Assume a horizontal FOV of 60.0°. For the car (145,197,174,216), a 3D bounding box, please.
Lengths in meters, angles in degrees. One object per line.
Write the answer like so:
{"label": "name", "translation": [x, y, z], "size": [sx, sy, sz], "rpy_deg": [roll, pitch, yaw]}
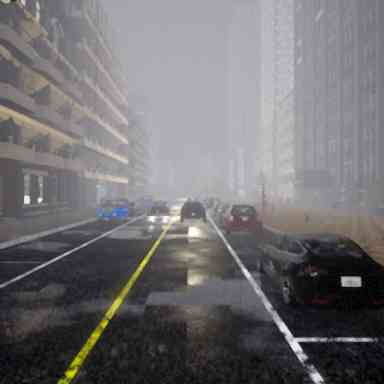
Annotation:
{"label": "car", "translation": [-3.076, 1.503, 31.815], "size": [1.994, 1.385, 4.181], "rpy_deg": [0, 0, 0]}

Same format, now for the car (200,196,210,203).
{"label": "car", "translation": [2.660, 1.443, 68.452], "size": [2.008, 1.369, 4.403], "rpy_deg": [0, 0, 0]}

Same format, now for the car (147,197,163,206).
{"label": "car", "translation": [-5.713, 1.459, 51.879], "size": [2.008, 1.369, 4.403], "rpy_deg": [0, 0, 0]}

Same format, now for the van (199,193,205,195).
{"label": "van", "translation": [2.663, 1.238, 62.929], "size": [1.690, 1.788, 3.998], "rpy_deg": [0, 0, 0]}

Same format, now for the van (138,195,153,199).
{"label": "van", "translation": [-5.707, 1.264, 40.834], "size": [1.690, 1.788, 3.998], "rpy_deg": [0, 0, 0]}

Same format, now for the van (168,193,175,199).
{"label": "van", "translation": [-5.731, 1.219, 90.539], "size": [1.690, 1.788, 3.998], "rpy_deg": [0, 0, 0]}

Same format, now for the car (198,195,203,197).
{"label": "car", "translation": [0.079, 1.464, 44.913], "size": [2.033, 1.411, 5.357], "rpy_deg": [0, 0, 0]}

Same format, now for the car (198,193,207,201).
{"label": "car", "translation": [2.653, 1.195, 85.021], "size": [2.192, 1.841, 5.009], "rpy_deg": [0, 0, 0]}

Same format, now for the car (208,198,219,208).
{"label": "car", "translation": [2.679, 1.492, 29.793], "size": [2.008, 1.369, 4.403], "rpy_deg": [0, 0, 0]}

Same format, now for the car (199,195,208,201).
{"label": "car", "translation": [2.655, 1.435, 79.497], "size": [2.008, 1.369, 4.403], "rpy_deg": [0, 0, 0]}

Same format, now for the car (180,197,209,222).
{"label": "car", "translation": [0.088, 1.426, 26.132], "size": [1.882, 1.535, 5.008], "rpy_deg": [0, 0, 0]}

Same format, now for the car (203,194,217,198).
{"label": "car", "translation": [2.674, 1.363, 40.837], "size": [1.967, 1.590, 4.097], "rpy_deg": [0, 0, 0]}

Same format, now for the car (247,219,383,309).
{"label": "car", "translation": [2.689, 1.549, 7.700], "size": [1.947, 1.339, 4.313], "rpy_deg": [0, 0, 0]}

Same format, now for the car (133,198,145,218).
{"label": "car", "translation": [-5.702, 1.486, 29.789], "size": [1.887, 1.381, 4.507], "rpy_deg": [0, 0, 0]}

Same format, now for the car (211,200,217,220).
{"label": "car", "translation": [2.682, 1.502, 24.269], "size": [2.008, 1.369, 4.403], "rpy_deg": [0, 0, 0]}

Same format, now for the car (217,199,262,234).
{"label": "car", "translation": [2.685, 1.402, 18.746], "size": [1.967, 1.590, 4.097], "rpy_deg": [0, 0, 0]}

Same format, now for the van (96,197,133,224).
{"label": "van", "translation": [-5.699, 1.293, 24.266], "size": [1.690, 1.788, 3.998], "rpy_deg": [0, 0, 0]}
